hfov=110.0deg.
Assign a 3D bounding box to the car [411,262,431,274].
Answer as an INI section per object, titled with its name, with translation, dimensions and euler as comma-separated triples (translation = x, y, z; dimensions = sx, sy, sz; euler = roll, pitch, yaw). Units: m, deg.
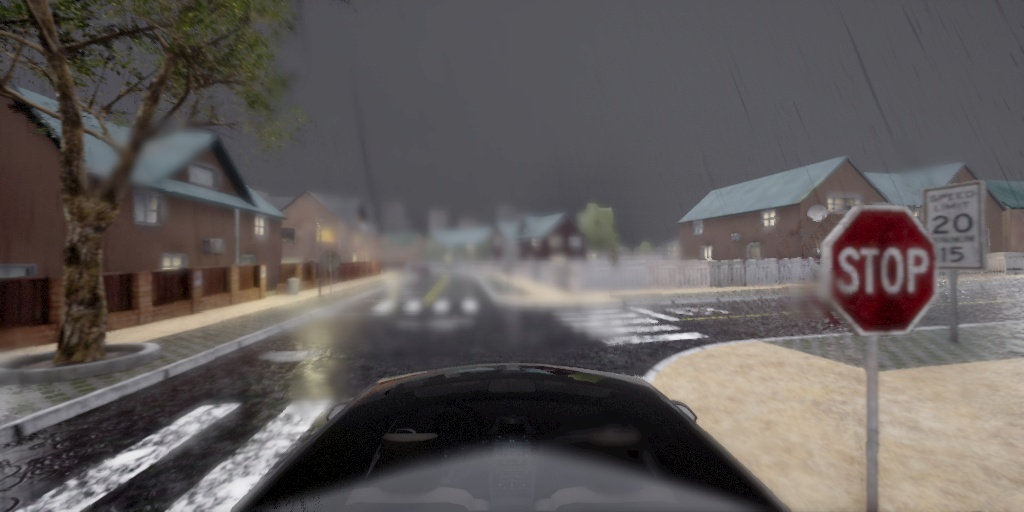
[car]
translation = -13.611, 1.720, 53.596
dimensions = 2.097, 1.767, 4.553
euler = 0, -1, -29
